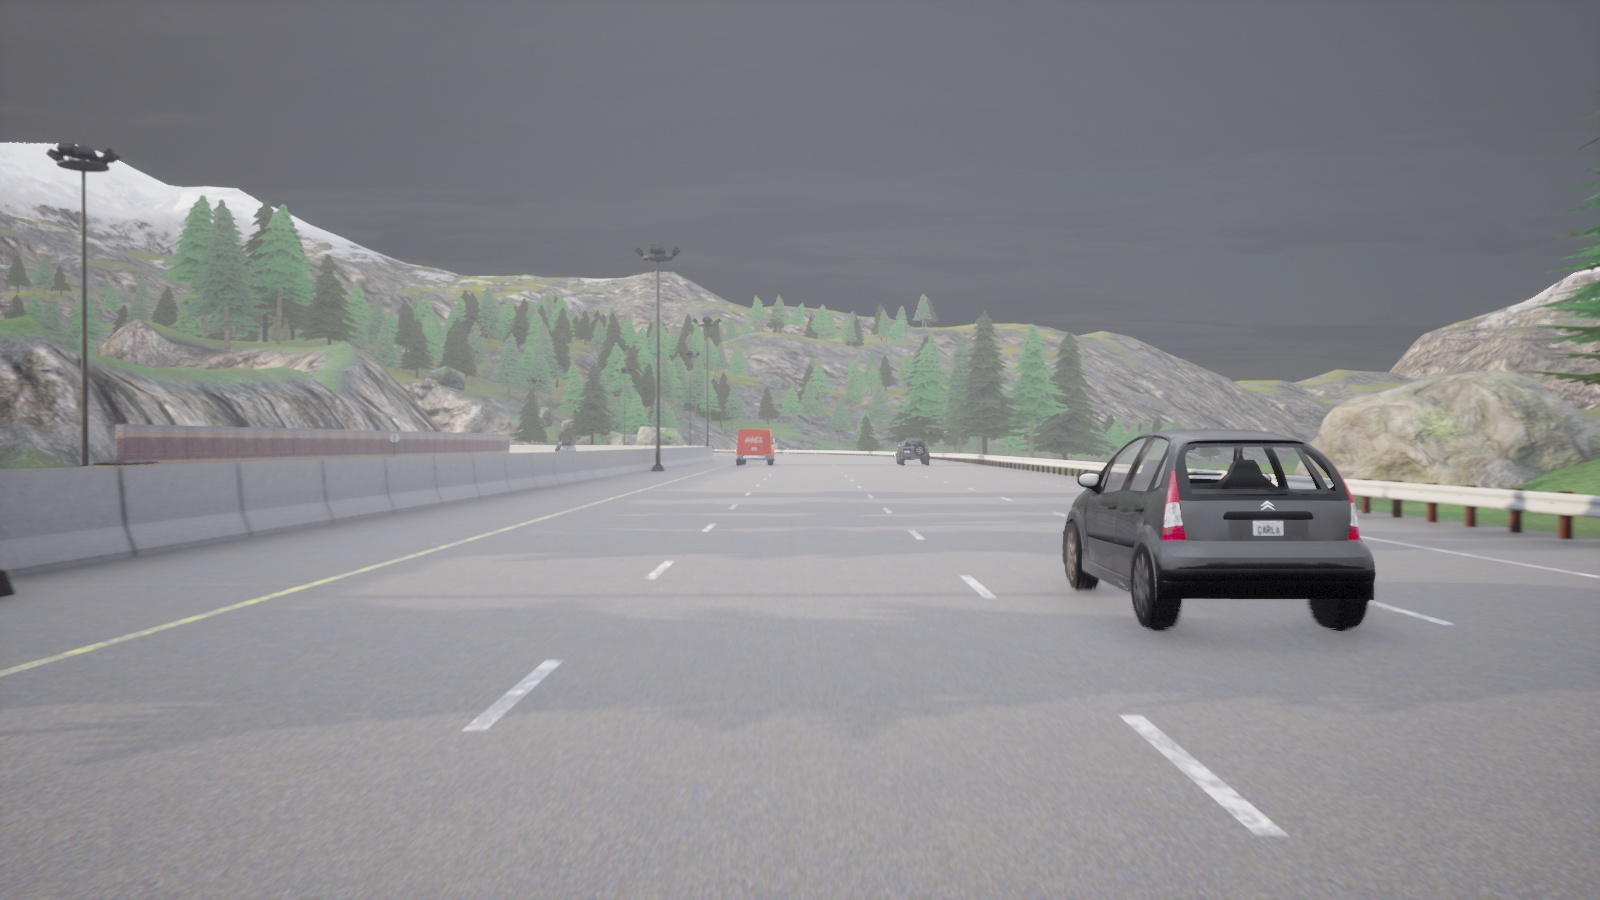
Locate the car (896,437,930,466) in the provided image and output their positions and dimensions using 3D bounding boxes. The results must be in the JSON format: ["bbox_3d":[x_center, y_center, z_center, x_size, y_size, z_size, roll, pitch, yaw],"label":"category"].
[{"bbox_3d":[7.496,0.103,83.657,1.932,1.855,4.605,0,0,0],"label":"car"}]

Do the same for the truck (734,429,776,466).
[{"bbox_3d":[-2.996,-0.208,85.019,2.627,2.467,5.204,0,1,0],"label":"truck"}]

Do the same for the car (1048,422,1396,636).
[{"bbox_3d":[3.582,0.584,11.476,1.851,1.617,3.988,0,0,0],"label":"car"}]
